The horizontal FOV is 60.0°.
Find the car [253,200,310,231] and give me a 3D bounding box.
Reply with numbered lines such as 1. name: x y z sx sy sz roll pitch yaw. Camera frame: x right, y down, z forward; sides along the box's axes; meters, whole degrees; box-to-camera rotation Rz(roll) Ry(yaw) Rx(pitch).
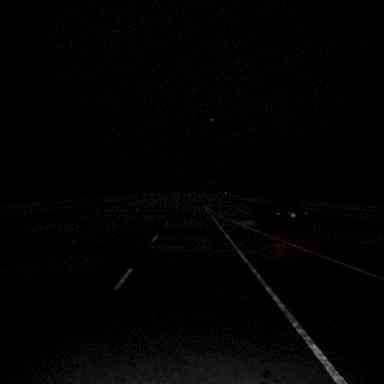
1. car: 5.259 1.287 20.134 2.097 1.767 4.553 0 0 -6
